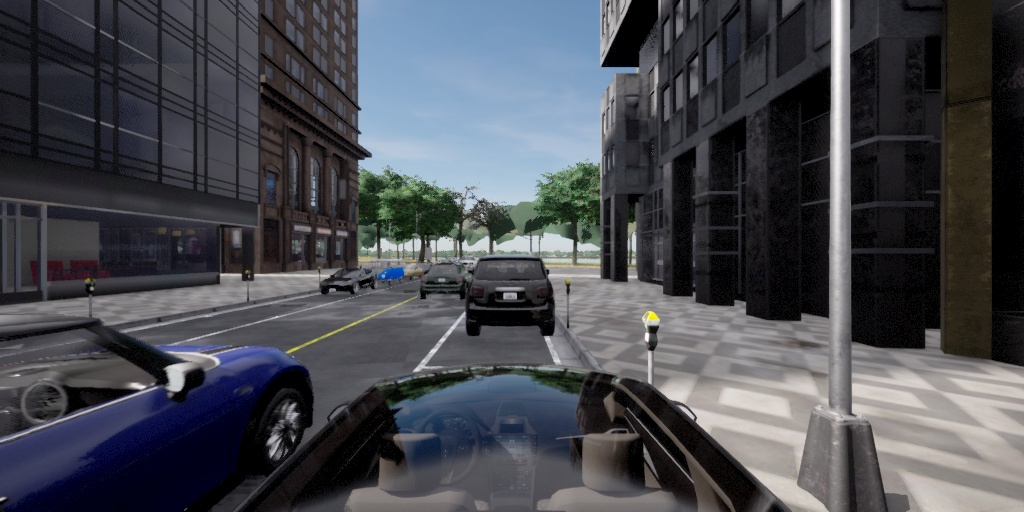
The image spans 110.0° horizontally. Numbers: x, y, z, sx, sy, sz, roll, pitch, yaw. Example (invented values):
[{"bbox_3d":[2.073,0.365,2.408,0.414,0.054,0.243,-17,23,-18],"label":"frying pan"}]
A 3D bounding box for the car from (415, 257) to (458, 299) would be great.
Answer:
[{"bbox_3d":[-3.144,1.101,18.196,2.097,1.767,4.553,0,0,0],"label":"car"}]

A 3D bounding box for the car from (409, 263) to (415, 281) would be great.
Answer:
[{"bbox_3d":[-8.908,1.279,30.691,1.751,1.417,4.829,0,0,0],"label":"car"}]

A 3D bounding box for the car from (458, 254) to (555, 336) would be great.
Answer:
[{"bbox_3d":[-0.039,0.970,10.530,2.150,2.045,5.566,0,0,0],"label":"car"}]

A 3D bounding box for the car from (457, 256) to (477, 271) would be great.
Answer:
[{"bbox_3d":[-6.146,0.968,49.830,2.150,2.045,5.566,0,0,0],"label":"car"}]

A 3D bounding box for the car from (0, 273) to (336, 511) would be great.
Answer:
[{"bbox_3d":[-3.145,1.101,1.938,2.097,1.767,4.553,0,0,0],"label":"car"}]

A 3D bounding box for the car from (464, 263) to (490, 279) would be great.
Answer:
[{"bbox_3d":[-3.143,1.356,33.236,1.895,1.301,4.718,0,0,0],"label":"car"}]

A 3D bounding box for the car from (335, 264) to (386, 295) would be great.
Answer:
[{"bbox_3d":[-8.908,1.317,19.986,1.948,1.339,4.313,0,0,0],"label":"car"}]

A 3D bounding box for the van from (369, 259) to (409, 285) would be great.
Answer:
[{"bbox_3d":[-8.908,1.093,25.423,1.690,1.789,3.998,0,0,0],"label":"van"}]
